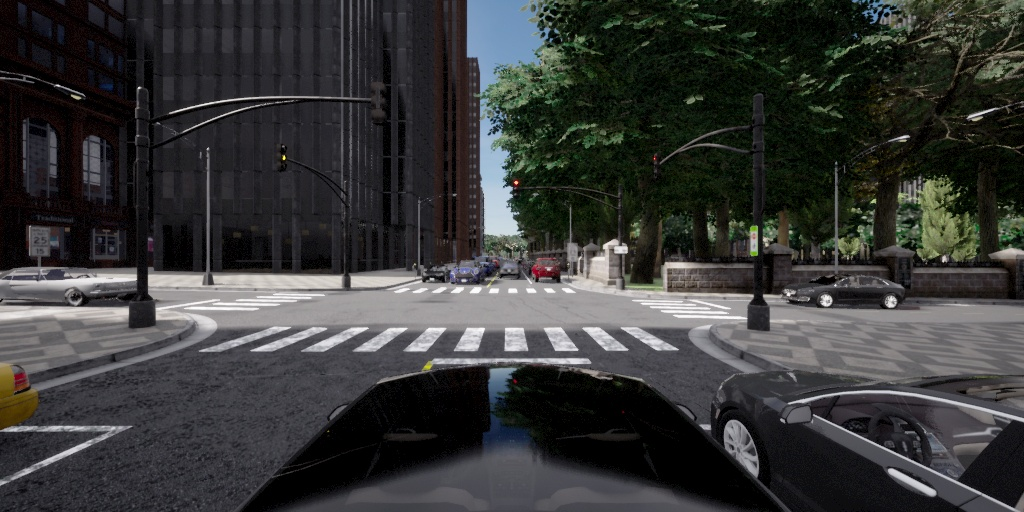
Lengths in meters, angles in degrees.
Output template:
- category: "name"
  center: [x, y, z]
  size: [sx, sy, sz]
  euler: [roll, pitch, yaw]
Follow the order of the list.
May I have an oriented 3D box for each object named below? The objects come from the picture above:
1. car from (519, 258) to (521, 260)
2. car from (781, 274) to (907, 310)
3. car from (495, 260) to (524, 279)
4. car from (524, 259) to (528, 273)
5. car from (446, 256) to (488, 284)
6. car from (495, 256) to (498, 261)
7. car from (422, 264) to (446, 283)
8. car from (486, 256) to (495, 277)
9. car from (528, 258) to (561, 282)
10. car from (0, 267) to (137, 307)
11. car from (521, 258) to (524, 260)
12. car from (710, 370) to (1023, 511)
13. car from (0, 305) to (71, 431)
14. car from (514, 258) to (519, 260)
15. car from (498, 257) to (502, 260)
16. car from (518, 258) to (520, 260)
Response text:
- category: "car"
  center: [2.574, 1.230, 55.692]
  size: [1.967, 1.591, 4.097]
  euler: [0, 0, 0]
- category: "car"
  center: [15.217, 1.591, 16.597]
  size: [4.892, 1.490, 1.837]
  euler: [1, 0, -1]
- category: "car"
  center: [-0.148, 1.313, 33.307]
  size: [2.033, 1.411, 5.357]
  euler: [0, 0, 2]
- category: "car"
  center: [2.632, 1.338, 39.322]
  size: [1.948, 1.339, 4.313]
  euler: [0, 0, 0]
- category: "car"
  center: [-3.251, 1.111, 26.807]
  size: [2.097, 1.767, 4.553]
  euler: [0, 0, 1]
- category: "car"
  center: [-3.248, 1.133, 46.749]
  size: [2.097, 1.767, 4.553]
  euler: [0, 0, 0]
- category: "car"
  center: [-5.855, 1.326, 28.370]
  size: [1.948, 1.339, 4.313]
  euler: [0, 0, 0]
- category: "car"
  center: [-3.217, 0.991, 36.567]
  size: [2.150, 2.045, 5.566]
  euler: [0, 0, 0]
- category: "car"
  center: [2.670, 1.075, 28.410]
  size: [2.192, 1.841, 5.009]
  euler: [0, 0, 0]
- category: "car"
  center: [-16.480, 1.069, 13.109]
  size: [4.718, 1.301, 1.895]
  euler: [1, 0, -1]
- category: "car"
  center: [2.593, 1.335, 50.235]
  size: [2.007, 1.370, 4.403]
  euler: [0, 0, 0]
- category: "car"
  center: [2.764, 1.300, 1.745]
  size: [2.007, 1.370, 4.403]
  euler: [0, 0, 0]
- category: "car"
  center: [-5.760, 1.275, 1.536]
  size: [1.751, 1.417, 4.829]
  euler: [0, 0, 0]
- category: "car"
  center: [-0.113, 1.400, 62.917]
  size: [1.895, 1.301, 4.718]
  euler: [0, 0, 0]
- category: "car"
  center: [-3.248, 1.014, 57.256]
  size: [2.150, 2.045, 5.566]
  euler: [0, 0, 0]
- category: "car"
  center: [2.555, 1.237, 61.148]
  size: [1.967, 1.591, 4.097]
  euler: [0, 0, 0]
